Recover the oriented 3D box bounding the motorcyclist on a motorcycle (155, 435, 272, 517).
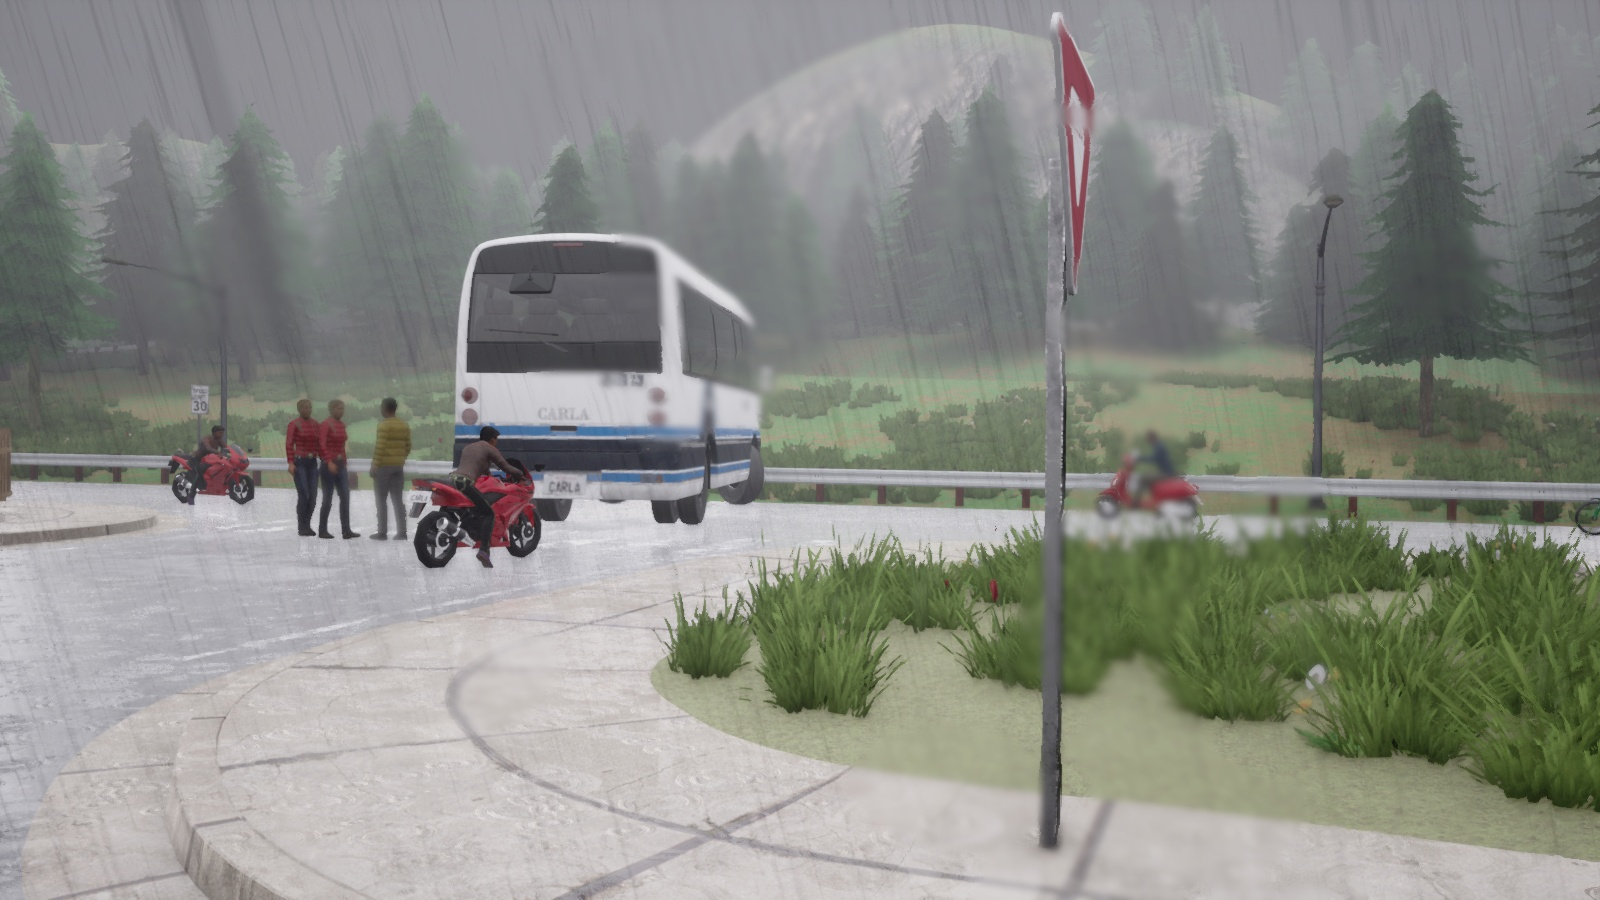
[{"bbox_3d":[-11.264,0.486,24.119,2.044,1.523,0.797,0,1,20],"label":"motorcyclist on a motorcycle"}]

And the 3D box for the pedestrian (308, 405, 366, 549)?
[{"bbox_3d":[-6.054,0.347,16.423,0.636,1.846,0.331,0,1,25],"label":"pedestrian"}]

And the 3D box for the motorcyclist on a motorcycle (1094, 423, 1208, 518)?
[{"bbox_3d":[6.039,0.335,21.601,1.817,1.590,0.866,0,1,20],"label":"motorcyclist on a motorcycle"}]

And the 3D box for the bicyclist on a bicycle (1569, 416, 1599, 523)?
[{"bbox_3d":[12.717,0.291,19.193,1.509,1.612,0.866,0,1,20],"label":"bicyclist on a bicycle"}]

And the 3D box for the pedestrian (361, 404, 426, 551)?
[{"bbox_3d":[-5.229,0.344,16.137,0.709,1.840,0.431,0,1,35],"label":"pedestrian"}]

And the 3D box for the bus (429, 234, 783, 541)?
[{"bbox_3d":[-2.809,-0.926,22.724,3.944,4.253,10.273,0,1,5],"label":"bus"}]

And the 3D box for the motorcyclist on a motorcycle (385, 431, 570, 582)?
[{"bbox_3d":[-3.490,0.557,13.804,0.797,1.523,2.044,0,1,27],"label":"motorcyclist on a motorcycle"}]

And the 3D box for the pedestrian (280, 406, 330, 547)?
[{"bbox_3d":[-6.625,0.347,16.810,0.636,1.846,0.331,0,1,40],"label":"pedestrian"}]
